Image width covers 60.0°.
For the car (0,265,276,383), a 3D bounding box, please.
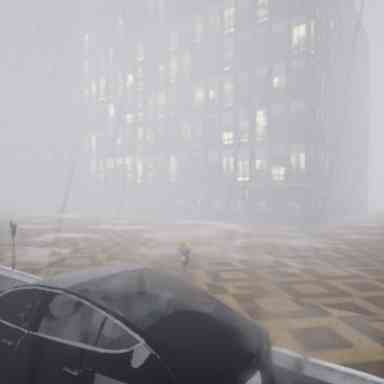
[{"bbox_3d":[-1.222,1.535,3.785,4.313,1.339,1.947,1,0,36],"label":"car"}]
